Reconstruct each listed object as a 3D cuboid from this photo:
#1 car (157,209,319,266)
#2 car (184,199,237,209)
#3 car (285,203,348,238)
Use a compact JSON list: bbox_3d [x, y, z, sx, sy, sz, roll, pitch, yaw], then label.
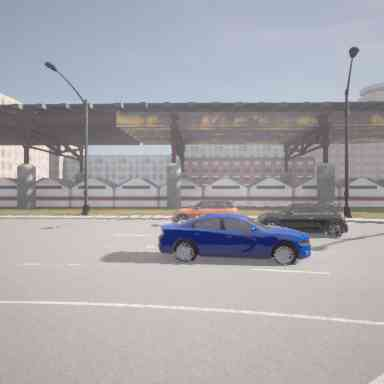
[{"bbox_3d":[1.353,1.477,11.175,5.008,1.535,1.882,0,0,9],"label":"car"},{"bbox_3d":[0.937,1.351,22.167,4.553,1.767,2.097,0,0,9],"label":"car"},{"bbox_3d":[5.678,1.351,17.614,4.553,1.767,2.097,0,0,15],"label":"car"}]
